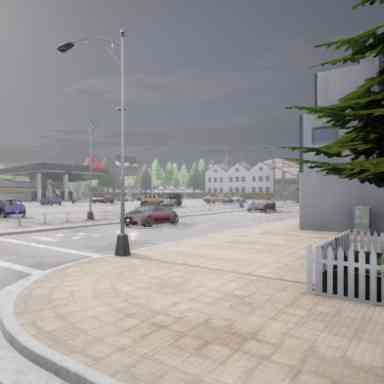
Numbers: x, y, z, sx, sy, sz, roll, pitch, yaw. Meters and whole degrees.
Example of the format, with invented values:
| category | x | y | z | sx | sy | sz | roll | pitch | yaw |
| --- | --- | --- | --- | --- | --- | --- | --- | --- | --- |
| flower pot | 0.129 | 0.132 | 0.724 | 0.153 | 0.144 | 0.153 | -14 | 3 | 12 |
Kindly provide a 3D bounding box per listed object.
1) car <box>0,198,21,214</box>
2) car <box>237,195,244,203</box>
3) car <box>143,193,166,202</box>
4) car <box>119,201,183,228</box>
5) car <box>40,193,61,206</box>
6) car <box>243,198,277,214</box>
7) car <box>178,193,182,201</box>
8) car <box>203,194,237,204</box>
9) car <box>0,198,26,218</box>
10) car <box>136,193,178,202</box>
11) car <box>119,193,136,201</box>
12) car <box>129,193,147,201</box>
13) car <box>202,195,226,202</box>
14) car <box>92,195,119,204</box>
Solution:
| category | x | y | z | sx | sy | sz | roll | pitch | yaw |
| --- | --- | --- | --- | --- | --- | --- | --- | --- | --- |
| car | -19.756 | 1.377 | 34.523 | 3.806 | 1.475 | 1.970 | 0 | 0 | 36 |
| car | 7.945 | 1.227 | 61.019 | 3.806 | 1.475 | 1.970 | 0 | 0 | 36 |
| car | -7.781 | 1.089 | 68.400 | 4.605 | 1.855 | 1.932 | 0 | 0 | 36 |
| car | -2.733 | 1.546 | 21.875 | 1.994 | 1.385 | 4.181 | 0 | 0 | 36 |
| car | -21.593 | 1.311 | 50.686 | 3.633 | 1.501 | 1.845 | 0 | 0 | 36 |
| car | 7.683 | 1.508 | 36.166 | 1.812 | 1.442 | 4.674 | 0 | 0 | 36 |
| car | -3.091 | 1.071 | 45.290 | 3.866 | 1.878 | 1.905 | 0 | 0 | 36 |
| car | 4.433 | 1.148 | 55.638 | 5.027 | 1.636 | 2.152 | 0 | 0 | 36 |
| car | -15.507 | 1.368 | 27.748 | 3.633 | 1.501 | 1.845 | 0 | 0 | 36 |
| car | -4.467 | 1.092 | 42.697 | 4.605 | 1.855 | 1.932 | 0 | 0 | 36 |
| car | -14.661 | 1.351 | 73.356 | 3.806 | 1.475 | 1.970 | 0 | 0 | 36 |
| car | -12.211 | 1.067 | 75.685 | 3.866 | 1.878 | 1.905 | 0 | 0 | 36 |
| car | 4.398 | 1.291 | 68.126 | 4.514 | 1.523 | 2.007 | 0 | 0 | 36 |
| car | -15.682 | 1.289 | 58.744 | 4.514 | 1.523 | 2.007 | 0 | 0 | 36 |
